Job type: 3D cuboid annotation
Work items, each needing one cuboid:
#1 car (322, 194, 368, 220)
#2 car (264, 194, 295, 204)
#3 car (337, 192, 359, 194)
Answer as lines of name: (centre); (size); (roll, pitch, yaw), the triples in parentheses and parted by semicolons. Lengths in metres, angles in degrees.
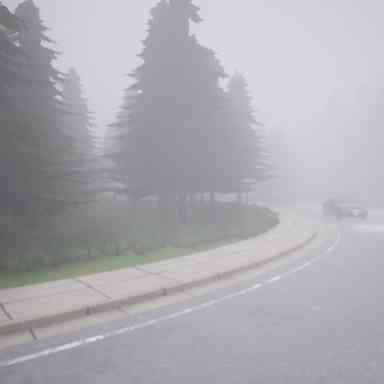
car: (10.719, 1.116, 23.641); (2.128, 1.511, 4.902); (-1, 1, 6)
car: (12.018, 0.958, 46.058); (1.895, 1.301, 4.718); (-1, 1, -25)
car: (15.019, 0.818, 32.678); (2.097, 1.767, 4.553); (-1, 1, 1)
